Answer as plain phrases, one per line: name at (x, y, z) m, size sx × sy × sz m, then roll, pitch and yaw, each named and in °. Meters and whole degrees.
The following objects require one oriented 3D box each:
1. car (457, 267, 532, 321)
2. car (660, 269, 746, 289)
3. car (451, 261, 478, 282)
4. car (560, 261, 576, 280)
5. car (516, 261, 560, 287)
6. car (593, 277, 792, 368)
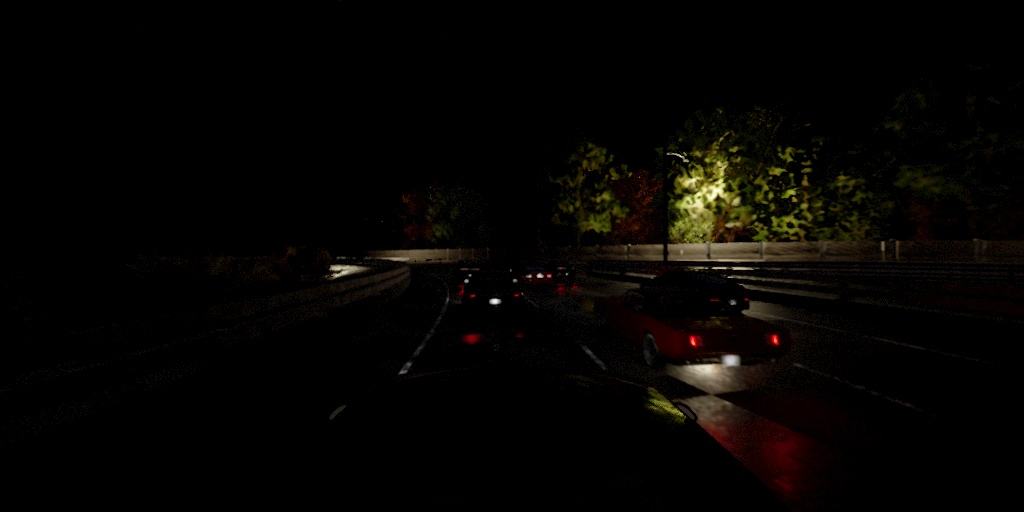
car at (-0.700, 1.268, 12.312) m, size 1.994 × 1.385 × 4.181 m, roll 0°, pitch 0°, yaw -6°
car at (6.284, 1.196, 12.909) m, size 1.812 × 1.442 × 4.674 m, roll 0°, pitch 0°, yaw -6°
car at (-3.535, 1.137, 27.478) m, size 2.128 × 1.511 × 4.902 m, roll 0°, pitch 0°, yaw -14°
car at (3.430, 1.102, 28.478) m, size 2.128 × 1.511 × 4.902 m, roll 0°, pitch 0°, yaw -14°
car at (1.056, 1.193, 23.247) m, size 2.033 × 1.411 × 5.357 m, roll 0°, pitch 0°, yaw -12°
car at (3.236, 1.308, 7.736) m, size 1.895 × 1.301 × 4.718 m, roll 0°, pitch 0°, yaw -4°
